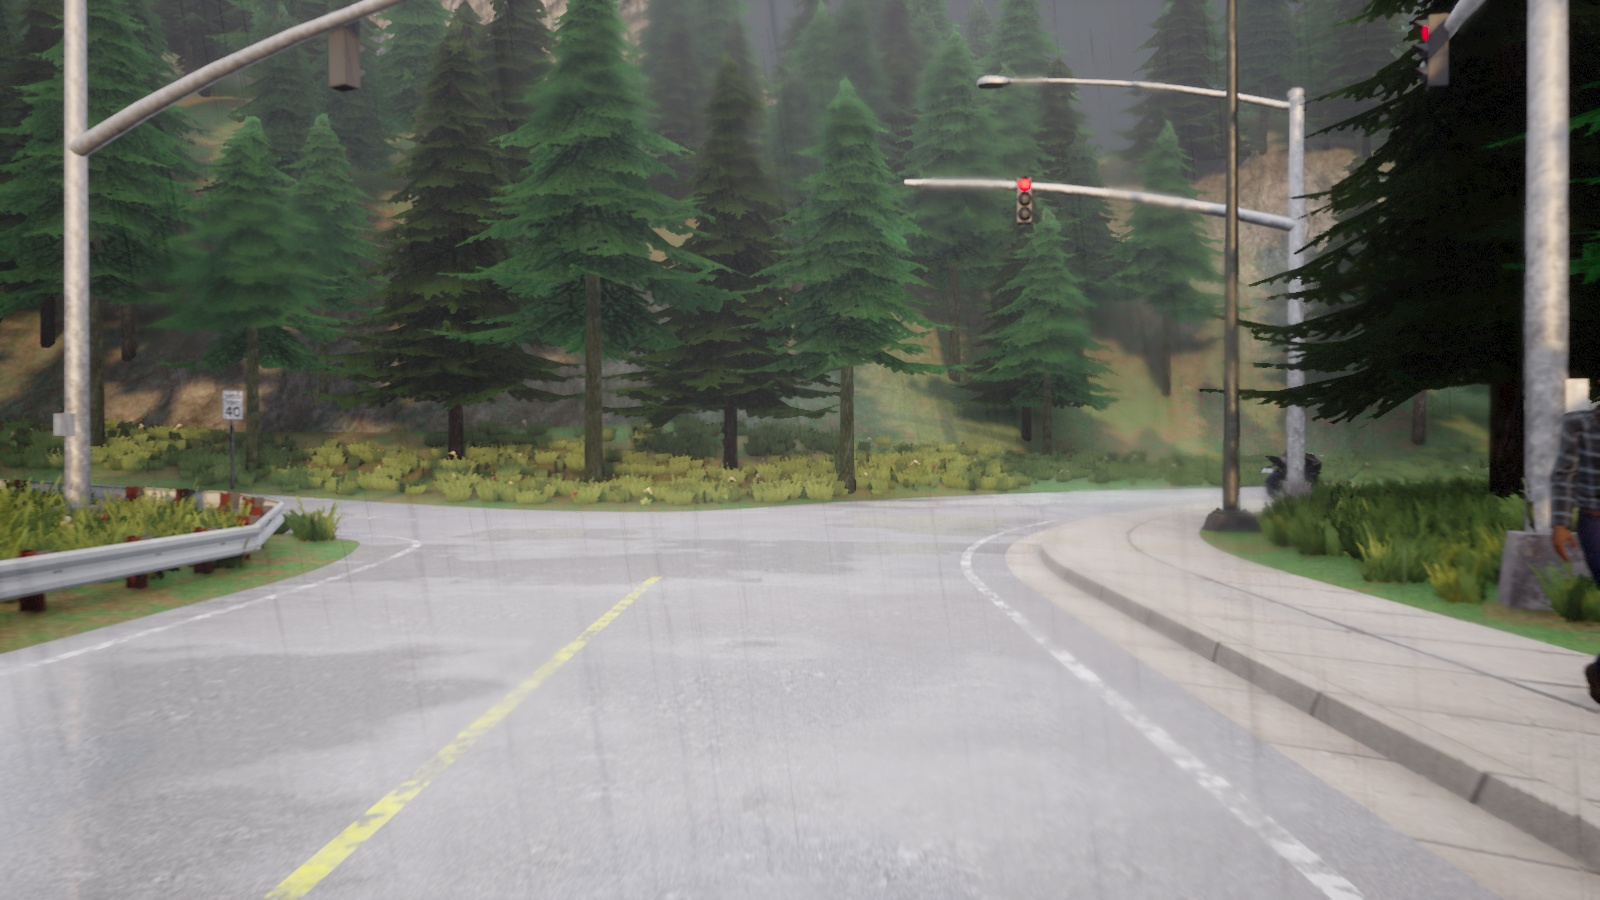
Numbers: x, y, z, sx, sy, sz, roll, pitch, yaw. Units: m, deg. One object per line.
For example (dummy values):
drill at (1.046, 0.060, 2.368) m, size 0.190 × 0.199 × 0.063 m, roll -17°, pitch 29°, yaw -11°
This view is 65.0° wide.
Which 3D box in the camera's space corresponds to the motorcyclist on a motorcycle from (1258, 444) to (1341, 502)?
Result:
motorcyclist on a motorcycle at (13.667, 0.599, 34.373) m, size 2.191 × 1.530 × 0.866 m, roll 0°, pitch 1°, yaw -28°

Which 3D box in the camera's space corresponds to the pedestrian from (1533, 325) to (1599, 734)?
pedestrian at (4.032, 0.377, 6.167) m, size 0.423 × 1.949 × 0.788 m, roll 0°, pitch 0°, yaw 3°
